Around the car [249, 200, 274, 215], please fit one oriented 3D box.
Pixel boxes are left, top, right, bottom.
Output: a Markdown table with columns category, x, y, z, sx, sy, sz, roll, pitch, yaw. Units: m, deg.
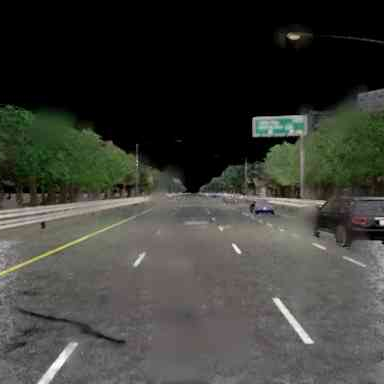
| category | x | y | z | sx | sy | sz | roll | pitch | yaw |
| --- | --- | --- | --- | --- | --- | --- | --- | --- | --- |
| car | 7.056 | 1.551 | 34.084 | 1.994 | 1.385 | 4.181 | 0 | 0 | 0 |

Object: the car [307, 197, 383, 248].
| category | x | y | z | sx | sy | sz | roll | pitch | yaw |
| --- | --- | --- | --- | --- | --- | --- | --- | --- | --- |
| car | 7.010 | 1.221 | 14.829 | 2.150 | 2.045 | 5.566 | 0 | 0 | 0 |

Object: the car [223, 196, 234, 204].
| category | x | y | z | sx | sy | sz | roll | pitch | yaw |
| --- | --- | --- | --- | --- | --- | --- | --- | --- | --- |
| car | 7.142 | 1.508 | 65.025 | 2.033 | 1.411 | 5.357 | 0 | 0 | 0 |
